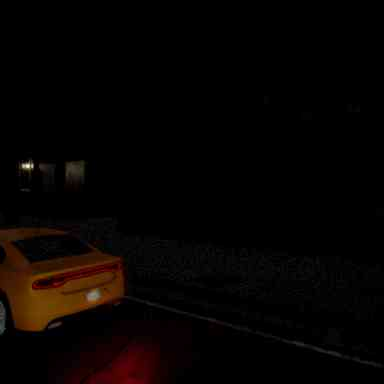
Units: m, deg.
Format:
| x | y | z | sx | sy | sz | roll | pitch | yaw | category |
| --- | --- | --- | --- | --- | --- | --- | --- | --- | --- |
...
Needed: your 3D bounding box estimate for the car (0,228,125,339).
| x | y | z | sx | sy | sz | roll | pitch | yaw | category |
| --- | --- | --- | --- | --- | --- | --- | --- | --- | --- |
| -3.519 | 1.465 | 6.655 | 5.008 | 1.535 | 1.882 | 0 | 0 | 37 | car |
